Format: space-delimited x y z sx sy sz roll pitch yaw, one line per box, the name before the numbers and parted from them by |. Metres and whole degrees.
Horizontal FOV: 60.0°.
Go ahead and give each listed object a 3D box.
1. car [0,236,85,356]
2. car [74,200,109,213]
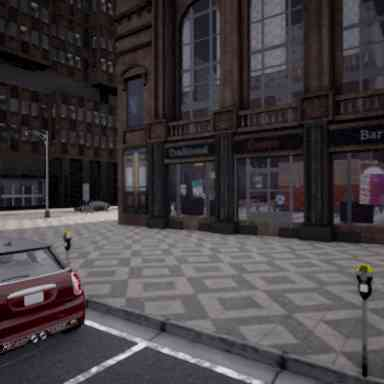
car | -3.709 1.475 5.620 4.097 1.590 1.967 0 0 36
car | -11.958 1.690 39.726 1.994 1.385 4.181 0 0 35
